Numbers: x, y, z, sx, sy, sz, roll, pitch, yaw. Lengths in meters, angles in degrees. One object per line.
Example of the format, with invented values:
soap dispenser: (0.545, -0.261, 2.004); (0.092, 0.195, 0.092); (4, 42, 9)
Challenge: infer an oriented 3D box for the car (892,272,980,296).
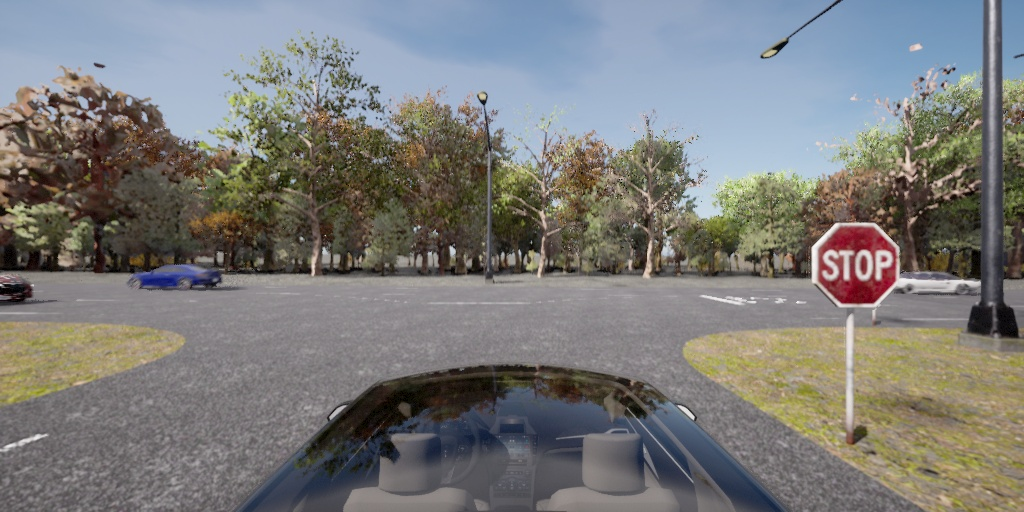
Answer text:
car: (23.433, 1.561, 20.633); (4.718, 1.301, 1.895); (0, 0, 0)

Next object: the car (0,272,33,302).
car: (-21.892, 1.010, 13.954); (4.553, 1.767, 2.097); (0, 0, 1)

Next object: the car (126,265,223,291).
car: (-19.530, 1.224, 20.905); (4.674, 1.442, 1.812); (0, 0, 1)
